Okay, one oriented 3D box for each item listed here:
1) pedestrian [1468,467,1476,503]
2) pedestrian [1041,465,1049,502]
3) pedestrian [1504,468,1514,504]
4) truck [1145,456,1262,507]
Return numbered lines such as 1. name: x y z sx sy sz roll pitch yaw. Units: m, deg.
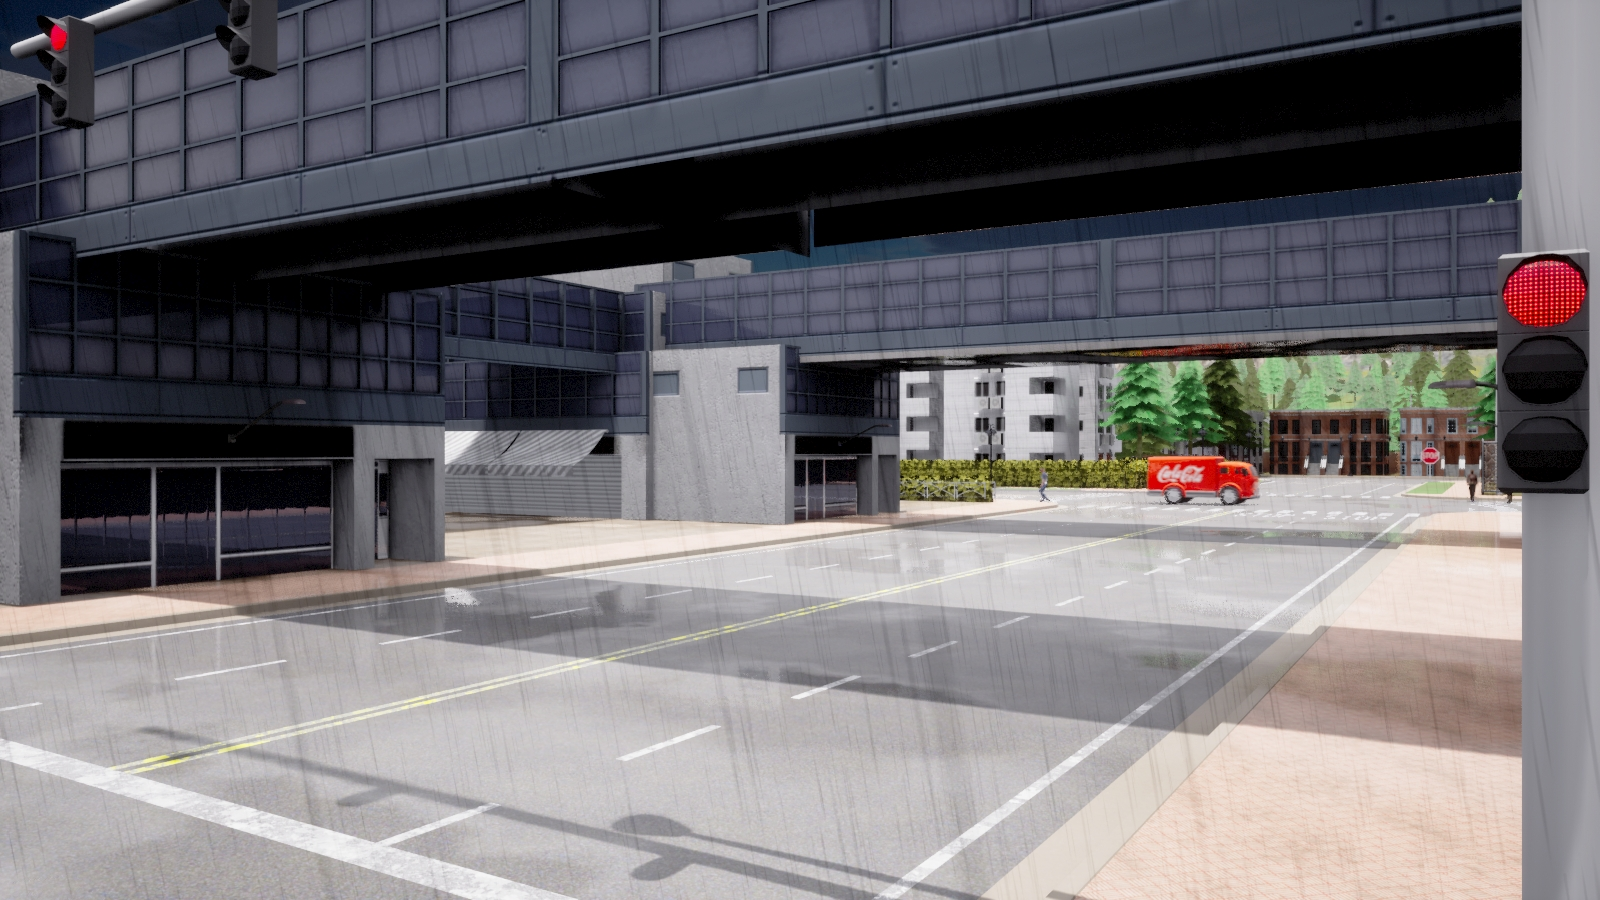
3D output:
1. pedestrian: 35.585 1.849 60.467 0.375 1.860 0.375 0 0 31
2. pedestrian: 12.319 1.696 57.486 0.375 1.860 0.375 0 0 19
3. pedestrian: 36.697 1.848 59.130 0.375 1.860 0.375 0 0 17
4. truck: 20.635 1.567 58.415 5.204 2.467 2.627 0 0 31
